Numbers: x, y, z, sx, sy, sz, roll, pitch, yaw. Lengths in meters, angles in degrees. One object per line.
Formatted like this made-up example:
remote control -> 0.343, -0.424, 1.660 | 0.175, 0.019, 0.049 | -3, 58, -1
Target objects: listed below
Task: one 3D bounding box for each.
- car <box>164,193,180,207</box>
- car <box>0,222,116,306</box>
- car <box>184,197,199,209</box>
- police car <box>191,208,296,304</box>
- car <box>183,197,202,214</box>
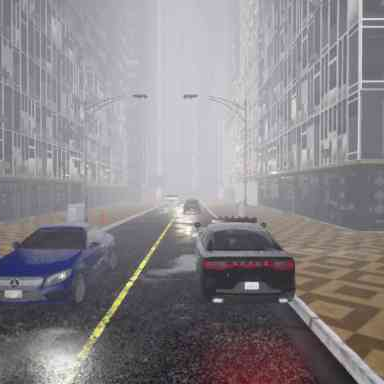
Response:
car -> -3.094, 1.242, 51.618 | 2.150, 2.045, 5.566 | 0, 0, 0
car -> -3.114, 1.524, 8.129 | 1.812, 1.442, 4.674 | 0, 0, 0
car -> -0.057, 1.493, 46.555 | 1.882, 1.535, 5.008 | 0, 0, 0
police car -> 1.035, 1.425, 8.358 | 1.930, 1.638, 5.238 | 0, 0, 0
car -> 0.008, 1.513, 36.215 | 1.837, 1.490, 4.892 | 0, 0, 0
